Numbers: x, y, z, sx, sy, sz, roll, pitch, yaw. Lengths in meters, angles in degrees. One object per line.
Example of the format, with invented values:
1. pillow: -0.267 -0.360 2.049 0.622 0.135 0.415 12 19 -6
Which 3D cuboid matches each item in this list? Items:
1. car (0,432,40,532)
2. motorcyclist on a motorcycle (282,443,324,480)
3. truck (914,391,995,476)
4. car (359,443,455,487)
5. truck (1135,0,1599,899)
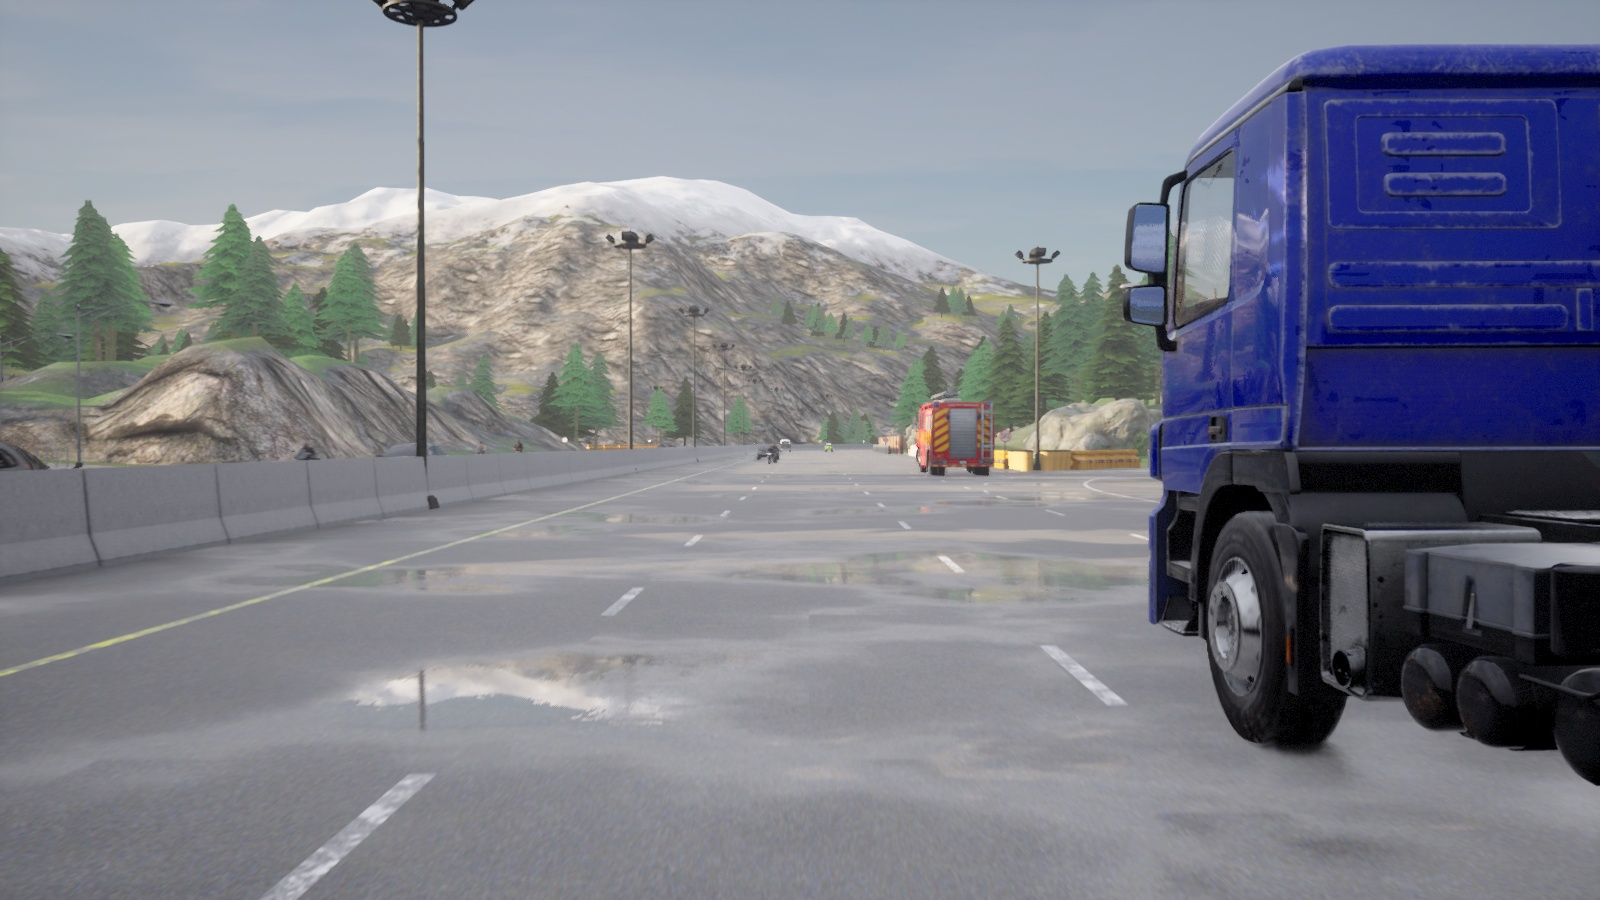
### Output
1. car: -13.877 0.524 19.384 1.851 1.617 3.988 0 0 0
2. motorcyclist on a motorcycle: -20.687 0.470 52.353 0.866 1.530 2.191 0 0 0
3. truck: 7.363 -0.756 60.977 2.891 3.827 8.468 0 0 0
4. car: -13.734 0.492 44.190 1.837 1.490 4.892 0 0 0
5. truck: 3.539 -0.255 3.946 2.891 3.462 7.936 0 0 0
